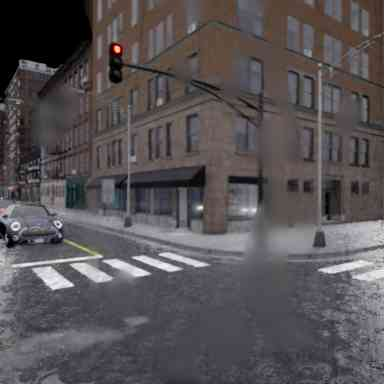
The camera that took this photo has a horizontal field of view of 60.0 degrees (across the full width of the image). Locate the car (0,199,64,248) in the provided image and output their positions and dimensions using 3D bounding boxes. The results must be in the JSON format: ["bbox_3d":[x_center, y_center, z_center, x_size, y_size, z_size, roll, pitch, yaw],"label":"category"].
[{"bbox_3d":[-7.316,1.331,14.939,2.097,1.767,4.553,0,0,-36],"label":"car"}]

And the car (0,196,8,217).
[{"bbox_3d":[-18.246,1.280,30.205,2.097,1.767,4.553,0,0,-36],"label":"car"}]

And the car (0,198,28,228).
[{"bbox_3d":[-12.498,1.307,22.166,2.097,1.767,4.553,0,0,-36],"label":"car"}]
